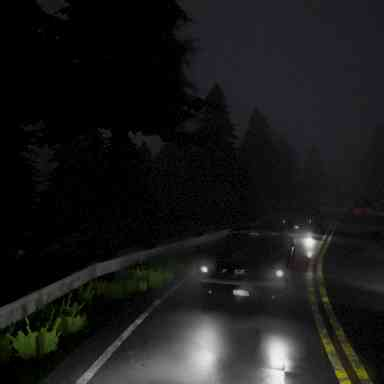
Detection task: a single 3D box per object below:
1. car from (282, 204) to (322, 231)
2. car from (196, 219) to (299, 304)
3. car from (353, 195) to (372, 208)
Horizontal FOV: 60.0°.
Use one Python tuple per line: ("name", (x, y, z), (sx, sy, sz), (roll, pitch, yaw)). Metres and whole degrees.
("car", (6.704, 1.461, 20.055), (2.033, 1.411, 5.357), (-2, 0, 26))
("car", (1.604, 1.599, 8.423), (1.895, 1.301, 4.718), (-1, 0, 18))
("car", (20.692, 1.060, 40.212), (2.128, 1.511, 4.902), (-2, 0, 28))
